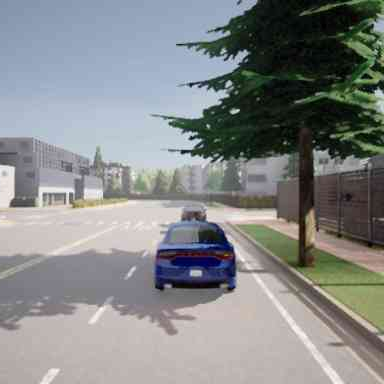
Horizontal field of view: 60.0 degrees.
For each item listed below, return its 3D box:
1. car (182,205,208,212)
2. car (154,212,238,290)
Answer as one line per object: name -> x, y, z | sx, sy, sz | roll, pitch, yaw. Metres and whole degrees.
car -> 0.185, 1.687, 24.915 | 1.812, 1.442, 4.674 | 0, 0, 2
car -> 0.085, 1.538, 9.276 | 1.882, 1.535, 5.008 | 0, -1, 0
